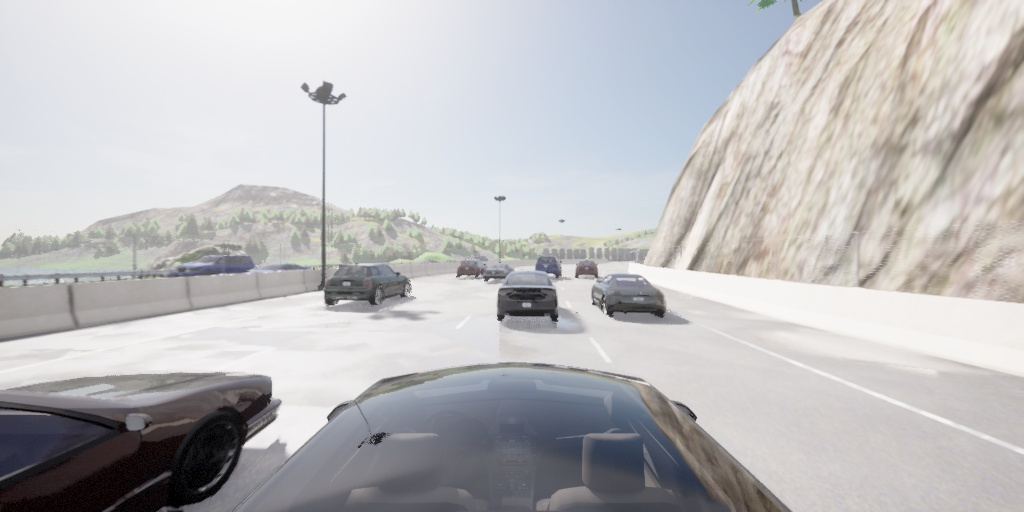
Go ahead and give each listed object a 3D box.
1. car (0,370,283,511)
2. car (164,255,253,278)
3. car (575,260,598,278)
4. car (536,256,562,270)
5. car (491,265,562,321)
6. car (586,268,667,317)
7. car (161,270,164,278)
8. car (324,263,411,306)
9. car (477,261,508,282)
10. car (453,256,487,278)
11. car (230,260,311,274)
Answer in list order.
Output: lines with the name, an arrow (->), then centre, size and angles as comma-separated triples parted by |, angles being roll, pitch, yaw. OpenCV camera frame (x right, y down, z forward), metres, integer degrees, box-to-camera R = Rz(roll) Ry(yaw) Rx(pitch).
car -> -3.366, 1.289, 1.313 | 2.033, 1.411, 5.357 | 0, 0, 0
car -> -22.639, 0.938, 27.629 | 2.150, 2.045, 5.566 | 0, 0, 8
car -> 7.266, 1.152, 34.866 | 2.097, 1.767, 4.553 | 0, 0, 12
car -> 3.506, 1.011, 34.134 | 2.150, 2.045, 5.566 | 0, 0, 11
car -> 0.588, 1.239, 12.629 | 1.882, 1.535, 5.008 | 0, 0, 4
car -> 4.156, 1.336, 13.382 | 1.994, 1.385, 4.181 | 0, 0, 4
car -> -25.871, 1.201, 29.572 | 2.128, 1.511, 4.902 | 0, 0, 9
car -> -6.164, 1.100, 15.854 | 2.097, 1.767, 4.553 | 0, 0, 5
car -> -0.969, 1.321, 29.290 | 2.033, 1.411, 5.357 | 0, 0, 10
car -> -3.620, 1.123, 34.028 | 2.097, 1.767, 4.553 | 0, 0, 10
car -> -15.997, 1.208, 24.484 | 1.882, 1.535, 5.008 | 0, 0, 8
